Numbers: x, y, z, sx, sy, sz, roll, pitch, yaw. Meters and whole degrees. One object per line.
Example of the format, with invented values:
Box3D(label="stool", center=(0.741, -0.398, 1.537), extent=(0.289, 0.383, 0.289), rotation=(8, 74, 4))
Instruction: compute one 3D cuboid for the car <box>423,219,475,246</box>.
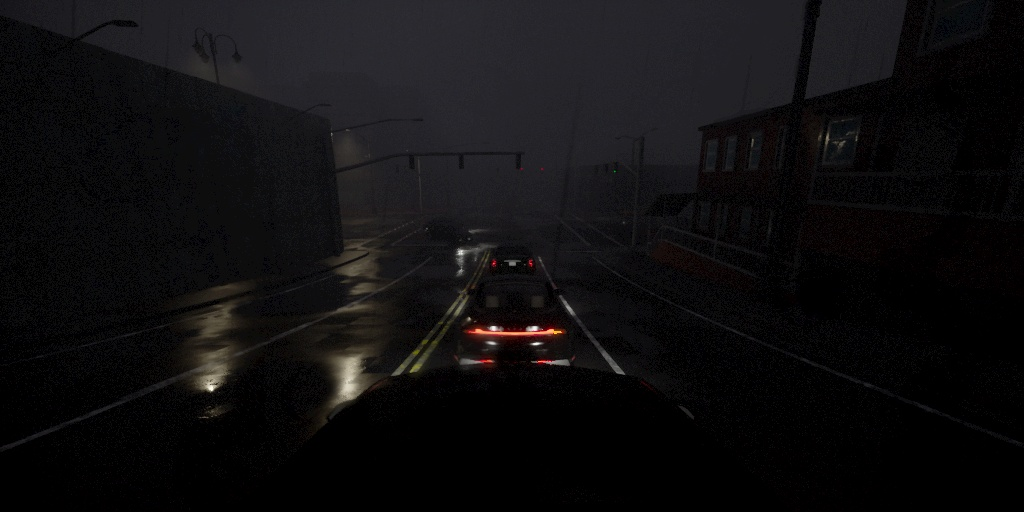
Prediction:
Box3D(label="car", center=(-5.157, -1.876, 29.391), extent=(4.892, 1.490, 1.837), rotation=(10, 13, 39))

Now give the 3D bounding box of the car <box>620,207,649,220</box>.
Box3D(label="car", center=(16.470, -5.544, 46.019), extent=(5.008, 1.535, 1.882), rotation=(0, 12, 0))

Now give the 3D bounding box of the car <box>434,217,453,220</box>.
Box3D(label="car", center=(-6.704, -3.194, 35.692), extent=(4.181, 1.385, 1.994), rotation=(0, 12, 0))

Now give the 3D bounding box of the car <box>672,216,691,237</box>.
Box3D(label="car", center=(17.341, -2.637, 32.119), extent=(4.553, 1.767, 2.097), rotation=(0, 12, 0))

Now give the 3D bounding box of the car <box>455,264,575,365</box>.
Box3D(label="car", center=(0.056, 1.122, 7.164), extent=(1.837, 1.490, 4.892), rotation=(0, 2, 0))

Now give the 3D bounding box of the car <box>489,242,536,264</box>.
Box3D(label="car", center=(0.025, 0.086, 17.418), extent=(2.097, 1.767, 4.553), rotation=(0, 7, 0))

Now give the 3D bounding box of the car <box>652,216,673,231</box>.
Box3D(label="car", center=(16.820, -3.215, 35.578), extent=(4.674, 1.442, 1.812), rotation=(0, 12, 0))
